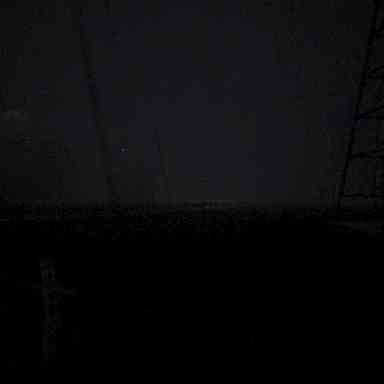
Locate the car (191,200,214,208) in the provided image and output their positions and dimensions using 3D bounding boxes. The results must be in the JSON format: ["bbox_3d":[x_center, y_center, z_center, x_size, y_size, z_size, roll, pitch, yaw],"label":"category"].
[{"bbox_3d":[1.865,2.066,58.676,1.895,1.301,4.718,1,0,36],"label":"car"}]
